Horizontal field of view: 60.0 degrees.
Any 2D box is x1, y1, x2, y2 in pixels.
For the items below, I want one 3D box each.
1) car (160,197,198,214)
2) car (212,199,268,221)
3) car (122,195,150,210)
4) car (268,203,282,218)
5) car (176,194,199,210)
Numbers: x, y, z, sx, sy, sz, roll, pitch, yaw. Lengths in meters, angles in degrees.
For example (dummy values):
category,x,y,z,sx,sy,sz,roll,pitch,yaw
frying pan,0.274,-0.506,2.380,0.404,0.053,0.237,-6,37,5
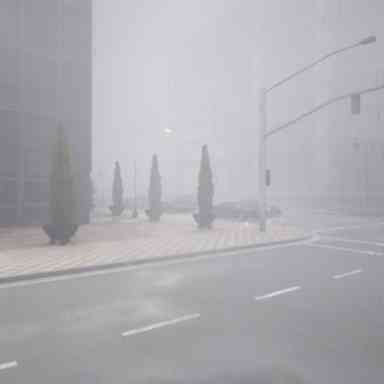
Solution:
category,x,y,z,sx,sy,sz,roll,pitch,yaw
car,-2.075,1.638,36.405,2.033,1.411,5.357,0,0,-36
car,3.720,1.567,28.408,1.882,1.535,5.008,0,0,-36
car,-8.144,1.584,44.799,2.128,1.511,4.902,0,0,-36
car,6.172,1.447,30.992,2.097,1.767,4.553,0,0,-36
car,-0.099,1.318,39.644,2.150,2.045,5.566,0,0,-36
